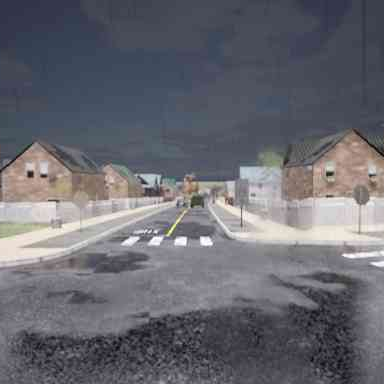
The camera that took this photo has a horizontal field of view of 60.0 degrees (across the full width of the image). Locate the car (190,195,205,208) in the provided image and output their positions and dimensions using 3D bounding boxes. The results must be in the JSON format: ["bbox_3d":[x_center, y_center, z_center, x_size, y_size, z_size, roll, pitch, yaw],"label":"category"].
[{"bbox_3d":[0.898,1.574,53.706,2.150,2.045,5.566,0,-1,2],"label":"car"}]

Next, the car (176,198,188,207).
[{"bbox_3d":[-1.706,1.882,57.949,2.128,1.511,4.902,0,-1,2],"label":"car"}]
